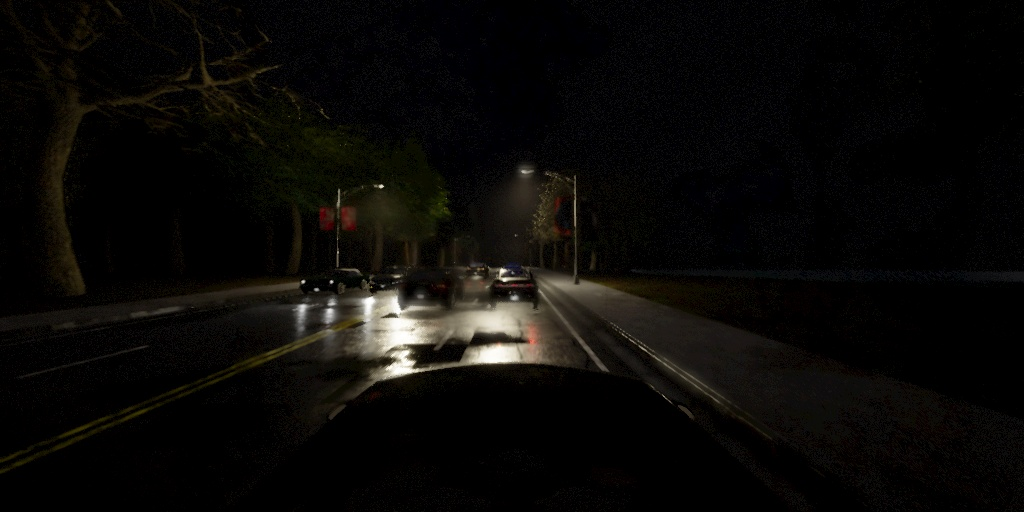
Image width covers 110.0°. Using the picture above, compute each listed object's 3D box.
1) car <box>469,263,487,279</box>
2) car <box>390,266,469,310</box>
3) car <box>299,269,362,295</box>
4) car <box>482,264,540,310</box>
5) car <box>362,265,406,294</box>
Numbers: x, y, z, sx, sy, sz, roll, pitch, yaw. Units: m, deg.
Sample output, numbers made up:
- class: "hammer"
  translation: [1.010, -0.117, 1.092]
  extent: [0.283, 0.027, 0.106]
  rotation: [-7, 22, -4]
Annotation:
- class: "car"
  translation: [-3.142, 1.355, 33.669]
  extent: [2.128, 1.511, 4.902]
  rotation: [0, 0, 0]
- class: "car"
  translation: [-3.147, 1.249, 14.814]
  extent: [1.882, 1.535, 5.008]
  rotation: [0, 0, 0]
- class: "car"
  translation: [-9.755, 1.388, 20.135]
  extent: [1.895, 1.301, 4.718]
  rotation: [0, 0, 0]
- class: "car"
  translation: [0.104, 1.264, 14.915]
  extent: [2.128, 1.511, 4.902]
  rotation: [0, 0, 0]
- class: "car"
  translation: [-6.501, 1.299, 20.487]
  extent: [1.837, 1.490, 4.892]
  rotation: [0, -1, 0]
